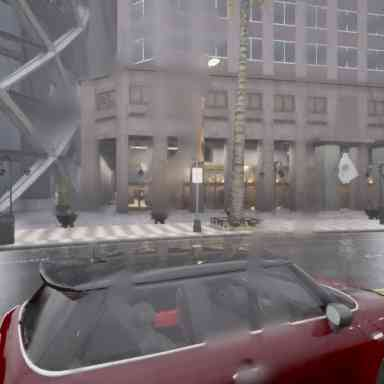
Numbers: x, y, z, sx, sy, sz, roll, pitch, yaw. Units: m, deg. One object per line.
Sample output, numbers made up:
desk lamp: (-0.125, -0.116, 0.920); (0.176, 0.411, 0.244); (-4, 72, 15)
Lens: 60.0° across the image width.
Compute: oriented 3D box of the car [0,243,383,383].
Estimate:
car: (0.417, 1.352, 3.503); (4.553, 1.767, 2.097); (0, 0, -28)
